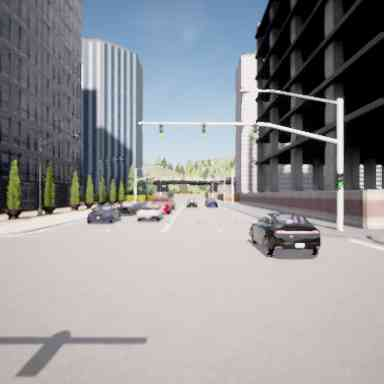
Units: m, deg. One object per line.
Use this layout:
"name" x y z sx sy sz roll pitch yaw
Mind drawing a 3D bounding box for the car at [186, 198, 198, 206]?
"car" -0.010 1.990 66.221 2.128 1.511 4.902 0 0 0

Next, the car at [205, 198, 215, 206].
"car" 3.491 1.997 65.870 1.837 1.490 4.892 0 0 0

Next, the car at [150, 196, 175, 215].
"car" -3.581 1.523 39.021 2.150 2.045 5.566 0 0 0

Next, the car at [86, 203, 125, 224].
"car" -7.100 1.780 27.123 1.994 1.385 4.181 0 0 0

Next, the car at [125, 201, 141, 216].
"car" -7.091 1.880 35.883 1.895 1.301 4.718 0 0 0

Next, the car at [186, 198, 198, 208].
"car" 0.016 2.031 56.953 1.895 1.301 4.718 0 0 0

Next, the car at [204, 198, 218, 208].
"car" 3.492 1.956 56.795 1.812 1.442 4.674 0 0 0

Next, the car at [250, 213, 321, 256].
"car" 3.598 1.583 13.505 2.128 1.511 4.902 0 0 0

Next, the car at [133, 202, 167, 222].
"car" -3.600 1.833 29.244 1.895 1.301 4.718 0 0 0
